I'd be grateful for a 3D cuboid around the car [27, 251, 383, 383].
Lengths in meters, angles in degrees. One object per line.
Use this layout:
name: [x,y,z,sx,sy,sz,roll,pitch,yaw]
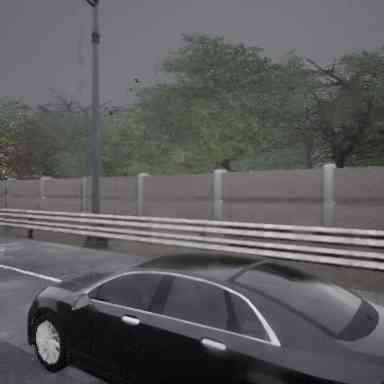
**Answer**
car: [-0.080,1.506,4.045,4.892,1.490,1.837,0,0,35]
